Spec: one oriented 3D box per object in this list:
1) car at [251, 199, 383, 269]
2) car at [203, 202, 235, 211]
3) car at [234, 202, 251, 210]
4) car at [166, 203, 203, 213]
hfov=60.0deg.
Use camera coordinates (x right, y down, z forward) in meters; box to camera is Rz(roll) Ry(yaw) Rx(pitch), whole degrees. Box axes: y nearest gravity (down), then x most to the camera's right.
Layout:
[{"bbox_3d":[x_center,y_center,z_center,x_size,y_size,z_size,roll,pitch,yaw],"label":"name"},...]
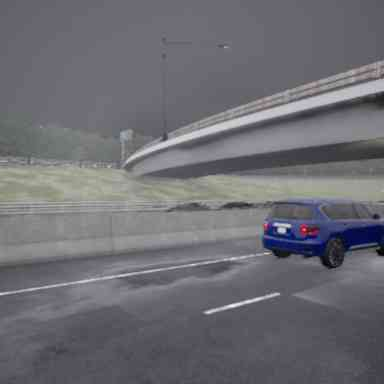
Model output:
[{"bbox_3d":[4.871,1.254,11.520,5.566,2.045,2.150,0,0,-36],"label":"car"},{"bbox_3d":[3.644,1.594,28.084,4.892,1.490,1.837,1,0,-35],"label":"car"},{"bbox_3d":[5.940,1.584,25.422,4.902,1.511,2.128,1,0,-35],"label":"car"},{"bbox_3d":[-0.209,1.635,29.635,4.181,1.385,1.994,0,0,-35],"label":"car"}]
